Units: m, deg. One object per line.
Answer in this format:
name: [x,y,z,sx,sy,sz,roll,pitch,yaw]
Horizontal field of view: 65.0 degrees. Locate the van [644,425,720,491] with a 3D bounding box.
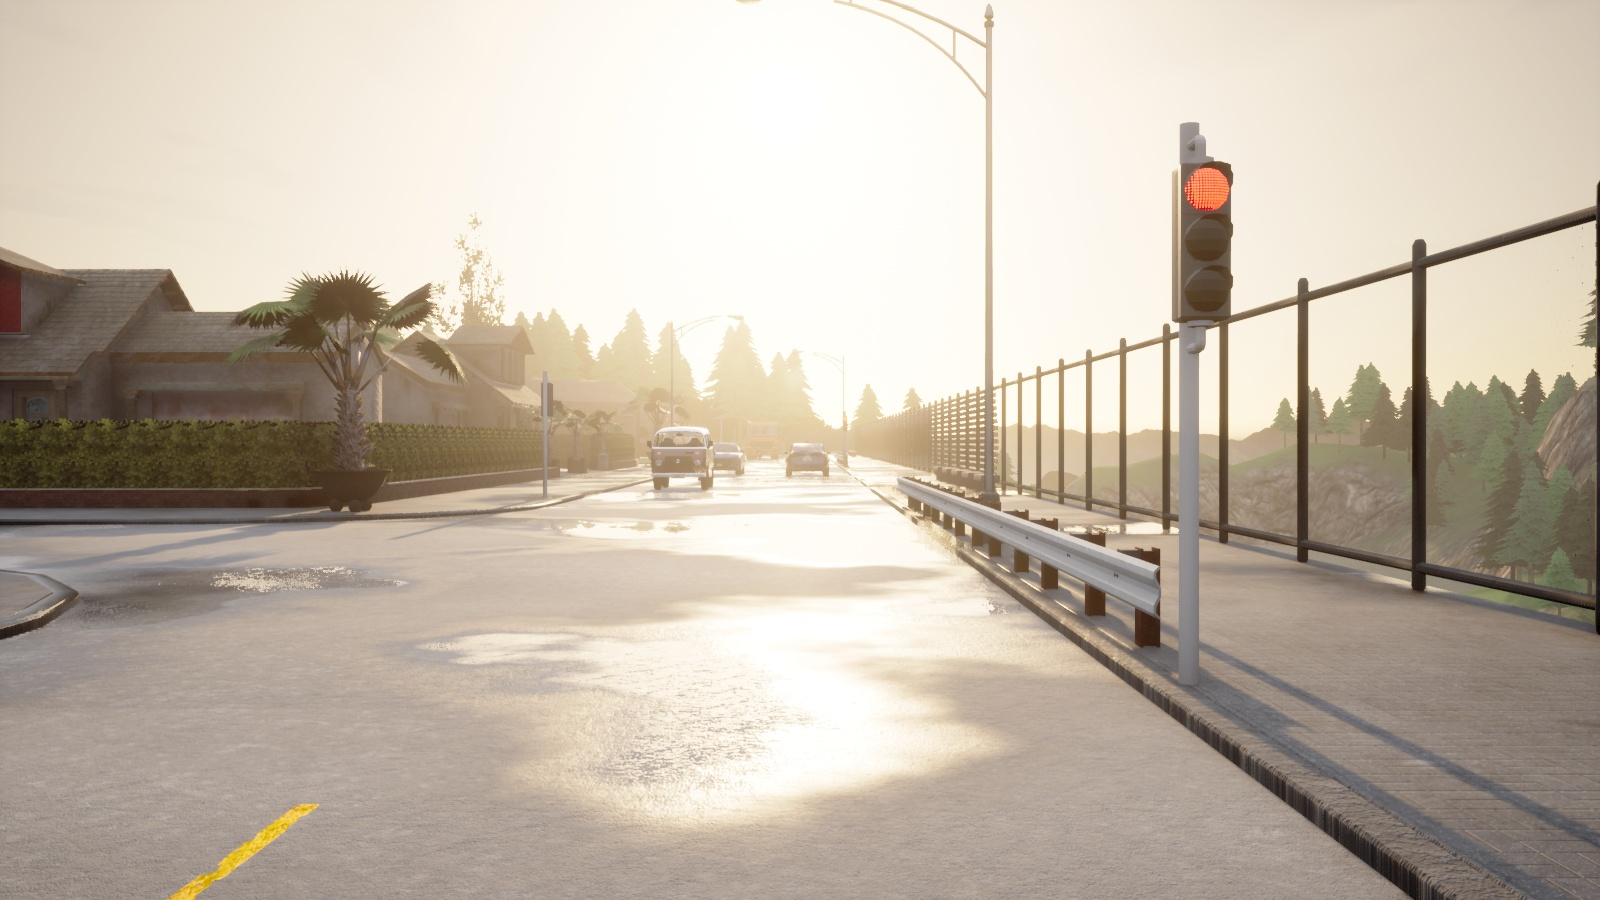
van: [-3.779,0.236,40.949,2.069,2.038,4.480,0,0,0]

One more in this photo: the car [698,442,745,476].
car: [-3.650,0.386,59.334,1.882,1.535,5.008,0,0,0]

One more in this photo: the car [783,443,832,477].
car: [0.337,0.424,57.103,2.163,1.488,4.792,0,0,0]
